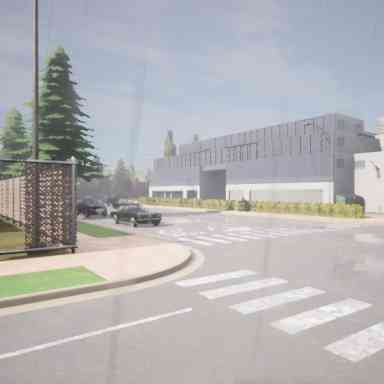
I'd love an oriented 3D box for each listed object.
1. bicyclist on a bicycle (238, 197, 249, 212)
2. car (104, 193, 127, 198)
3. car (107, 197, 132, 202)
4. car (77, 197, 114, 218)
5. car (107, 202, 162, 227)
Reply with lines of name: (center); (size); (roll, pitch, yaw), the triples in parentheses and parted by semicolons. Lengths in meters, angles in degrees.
bicyclist on a bicycle: (5.545, 1.334, 35.552); (1.656, 1.620, 0.582); (0, 0, -35)
car: (-11.962, 1.253, 53.462); (2.150, 2.045, 5.566); (0, 0, -30)
car: (-8.748, 1.629, 42.338); (1.895, 1.301, 4.718); (0, 0, -35)
car: (-9.363, 1.515, 30.721); (2.128, 1.511, 4.902); (0, 0, -35)
car: (-3.950, 1.624, 23.012); (1.895, 1.301, 4.718); (0, 0, -35)
